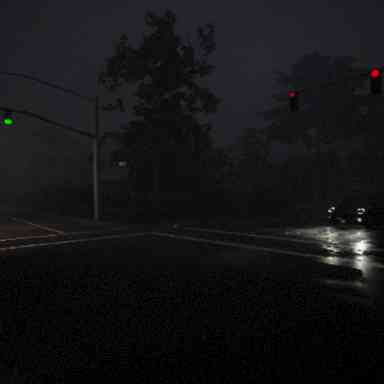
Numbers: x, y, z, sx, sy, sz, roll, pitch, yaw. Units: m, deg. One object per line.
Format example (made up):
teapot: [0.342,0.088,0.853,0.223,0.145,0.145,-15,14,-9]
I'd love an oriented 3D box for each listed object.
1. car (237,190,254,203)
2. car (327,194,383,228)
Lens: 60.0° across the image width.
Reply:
car: [7.229,0.530,38.926,1.970,1.475,3.806,-1,1,-39]
car: [9.696,0.957,19.083,4.553,1.767,2.097,-1,1,-40]
